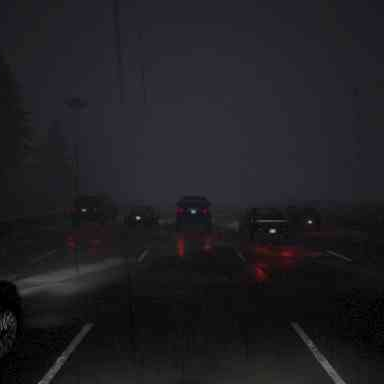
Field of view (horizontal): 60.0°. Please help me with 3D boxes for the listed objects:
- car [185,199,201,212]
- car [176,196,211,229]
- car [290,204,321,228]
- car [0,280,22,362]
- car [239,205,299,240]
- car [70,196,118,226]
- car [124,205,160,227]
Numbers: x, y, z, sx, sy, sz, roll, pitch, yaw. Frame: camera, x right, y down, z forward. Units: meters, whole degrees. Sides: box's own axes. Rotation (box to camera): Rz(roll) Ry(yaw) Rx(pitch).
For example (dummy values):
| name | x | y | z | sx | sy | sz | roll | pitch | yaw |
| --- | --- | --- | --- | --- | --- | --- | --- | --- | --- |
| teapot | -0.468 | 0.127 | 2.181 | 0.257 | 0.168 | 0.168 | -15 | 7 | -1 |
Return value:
| name | x | y | z | sx | sy | sz | roll | pitch | yaw |
| --- | --- | --- | --- | --- | --- | --- | --- | --- | --- |
| car | 0.089 | 1.618 | 41.161 | 1.812 | 1.442 | 4.674 | 0 | 0 | 0 |
| car | 0.110 | 1.272 | 22.362 | 2.150 | 2.045 | 5.566 | 0 | 0 | 0 |
| car | 7.103 | 1.556 | 22.448 | 1.837 | 1.490 | 4.892 | 0 | 0 | 0 |
| car | -3.400 | 1.498 | 2.953 | 2.128 | 1.511 | 4.902 | 0 | 0 | 0 |
| car | 3.601 | 1.531 | 17.265 | 2.128 | 1.511 | 4.902 | 0 | 0 | 0 |
| car | -6.899 | 1.275 | 23.948 | 2.150 | 2.045 | 5.566 | 0 | 0 | 0 |
| car | -3.397 | 1.615 | 23.003 | 1.994 | 1.385 | 4.181 | 0 | 0 | 0 |
